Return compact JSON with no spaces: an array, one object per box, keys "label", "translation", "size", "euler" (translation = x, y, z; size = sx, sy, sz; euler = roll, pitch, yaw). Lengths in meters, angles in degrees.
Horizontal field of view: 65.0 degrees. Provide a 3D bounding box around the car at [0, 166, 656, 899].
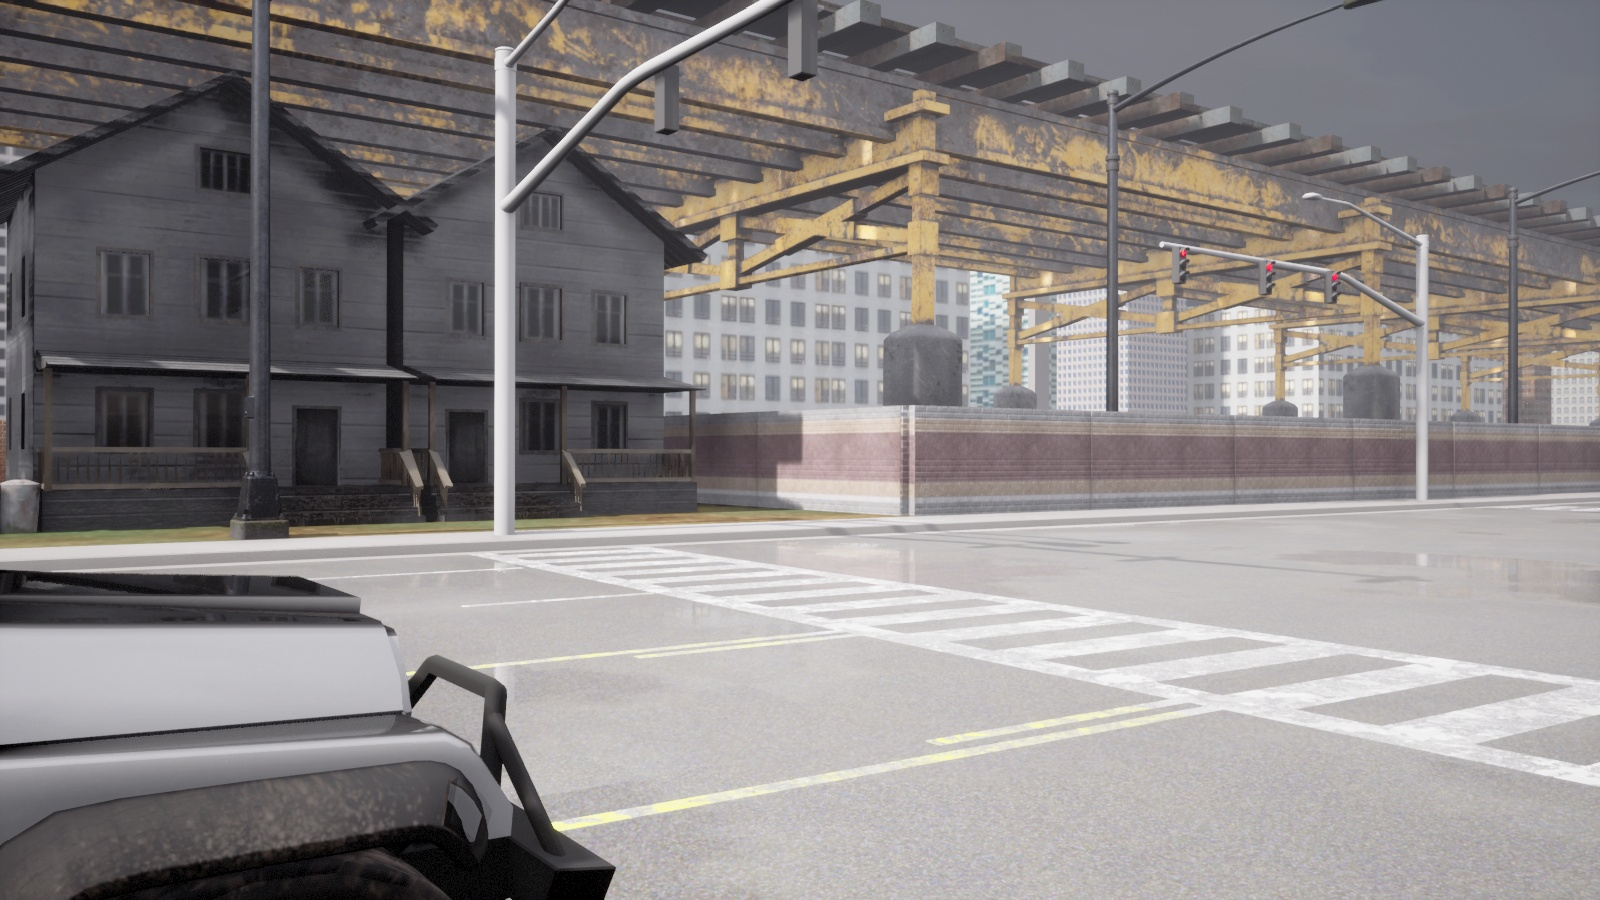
[{"label":"car","translation":[-2.398,0.551,1.999],"size":[3.866,1.878,1.905],"euler":[0,0,-34]}]
